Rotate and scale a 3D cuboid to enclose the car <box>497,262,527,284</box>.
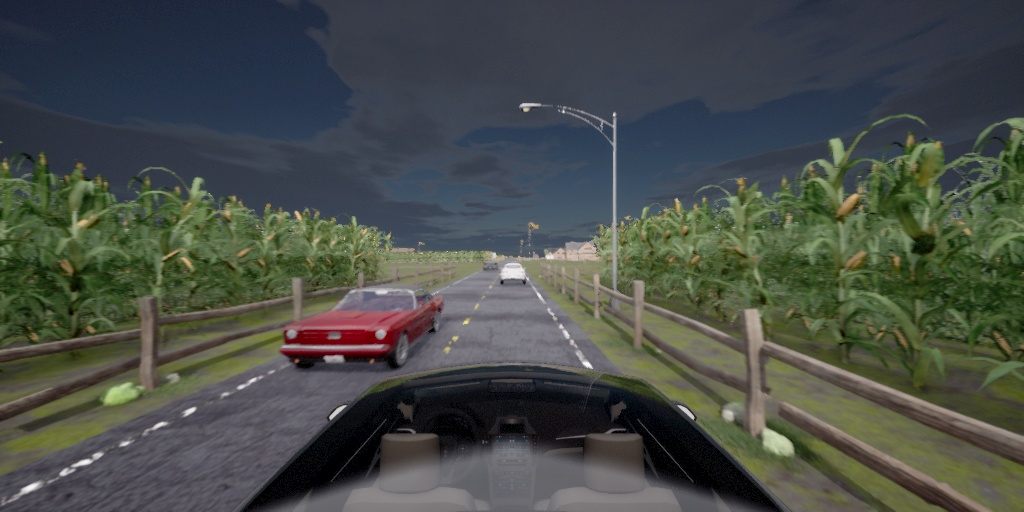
[{"bbox_3d":[0.086,1.271,26.906,1.812,1.442,4.674,0,-1,0],"label":"car"}]

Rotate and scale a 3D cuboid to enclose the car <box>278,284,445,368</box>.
[{"bbox_3d":[-2.843,1.346,7.946,1.895,1.301,4.718,0,0,0],"label":"car"}]

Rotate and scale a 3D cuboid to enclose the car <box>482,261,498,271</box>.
[{"bbox_3d":[-2.827,1.321,47.941,1.994,1.385,4.181,0,0,0],"label":"car"}]
